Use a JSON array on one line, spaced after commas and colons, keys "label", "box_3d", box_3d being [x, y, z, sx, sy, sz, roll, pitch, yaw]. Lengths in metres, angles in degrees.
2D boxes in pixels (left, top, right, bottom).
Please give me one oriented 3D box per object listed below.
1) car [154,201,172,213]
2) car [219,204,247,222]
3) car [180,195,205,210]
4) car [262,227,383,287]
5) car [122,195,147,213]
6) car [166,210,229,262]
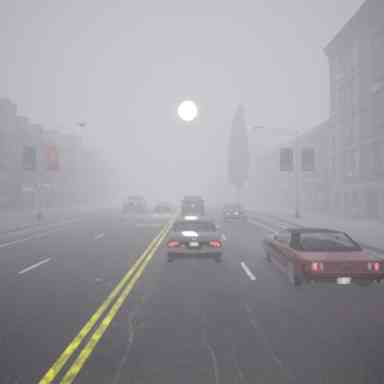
[{"label": "car", "box_3d": [-3.365, 1.770, 39.438, 1.895, 1.301, 4.718, 0, 0, 0]}, {"label": "car", "box_3d": [3.317, 1.650, 27.279, 2.033, 1.411, 5.357, 0, 0, 0]}, {"label": "car", "box_3d": [0.079, 1.346, 31.922, 2.150, 2.045, 5.566, 0, 0, 0]}, {"label": "car", "box_3d": [3.313, 1.648, 9.439, 1.895, 1.301, 4.718, 0, 0, 0]}, {"label": "car", "box_3d": [-6.616, 1.387, 38.958, 2.150, 2.045, 5.566, 0, 0, 0]}, {"label": "car", "box_3d": [0.075, 1.605, 12.353, 2.033, 1.411, 5.357, 0, 0, 0]}]
